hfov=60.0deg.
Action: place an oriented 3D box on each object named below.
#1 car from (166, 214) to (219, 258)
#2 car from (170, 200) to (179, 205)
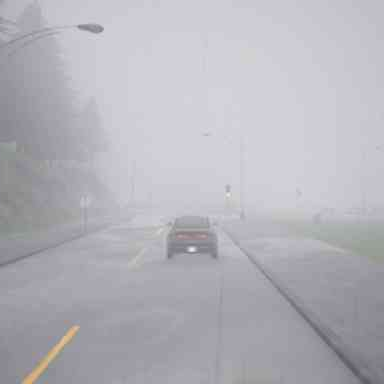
[{"bbox_3d":[0.021,1.663,13.473,1.837,1.490,4.892,0,0,0],"label":"car"},{"bbox_3d":[-3.997,2.483,77.449,1.895,1.301,4.718,0,-1,0],"label":"car"}]
